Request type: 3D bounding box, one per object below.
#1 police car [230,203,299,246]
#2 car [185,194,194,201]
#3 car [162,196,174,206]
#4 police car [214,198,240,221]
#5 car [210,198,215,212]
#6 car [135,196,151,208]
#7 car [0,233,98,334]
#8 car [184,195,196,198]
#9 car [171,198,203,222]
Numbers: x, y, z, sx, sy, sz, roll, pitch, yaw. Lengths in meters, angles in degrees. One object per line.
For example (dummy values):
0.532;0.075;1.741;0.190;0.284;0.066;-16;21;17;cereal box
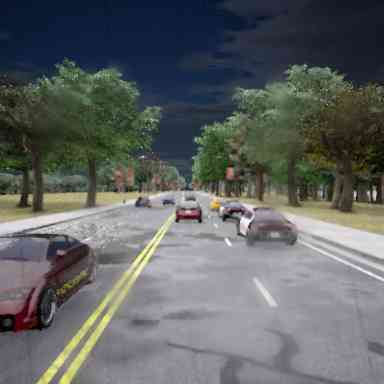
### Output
3.224;1.477;15.332;2.038;1.542;4.974;0;0;0;police car
-0.586;1.222;75.766;1.895;1.301;4.718;0;1;-1;car
-3.590;1.378;51.675;2.033;1.411;5.357;0;0;0;car
3.175;1.444;26.343;2.038;1.542;4.974;0;0;0;police car
3.103;1.377;37.353;1.882;1.535;5.008;0;0;0;car
-6.813;1.366;46.524;1.837;1.490;4.892;0;0;0;car
-3.358;1.554;6.742;1.994;1.385;4.181;0;0;0;car
-0.293;1.268;60.923;1.837;1.490;4.892;0;1;-1;car
-0.221;1.445;25.789;2.163;1.488;4.792;0;0;1;car
